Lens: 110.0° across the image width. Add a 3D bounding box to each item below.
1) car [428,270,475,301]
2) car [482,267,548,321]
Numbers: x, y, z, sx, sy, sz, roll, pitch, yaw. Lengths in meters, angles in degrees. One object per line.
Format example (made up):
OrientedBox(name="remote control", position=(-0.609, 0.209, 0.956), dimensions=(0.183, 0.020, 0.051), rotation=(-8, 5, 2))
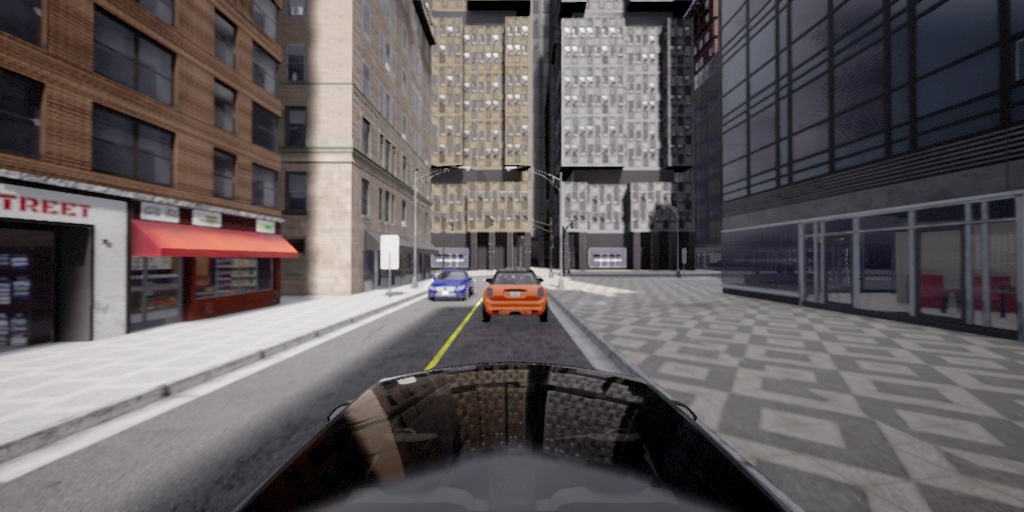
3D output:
OrientedBox(name="car", position=(-3.007, 1.443, 18.529), dimensions=(1.812, 1.442, 4.674), rotation=(0, -1, 0))
OrientedBox(name="car", position=(0.100, 1.215, 13.135), dimensions=(2.097, 1.767, 4.553), rotation=(0, -1, 0))
